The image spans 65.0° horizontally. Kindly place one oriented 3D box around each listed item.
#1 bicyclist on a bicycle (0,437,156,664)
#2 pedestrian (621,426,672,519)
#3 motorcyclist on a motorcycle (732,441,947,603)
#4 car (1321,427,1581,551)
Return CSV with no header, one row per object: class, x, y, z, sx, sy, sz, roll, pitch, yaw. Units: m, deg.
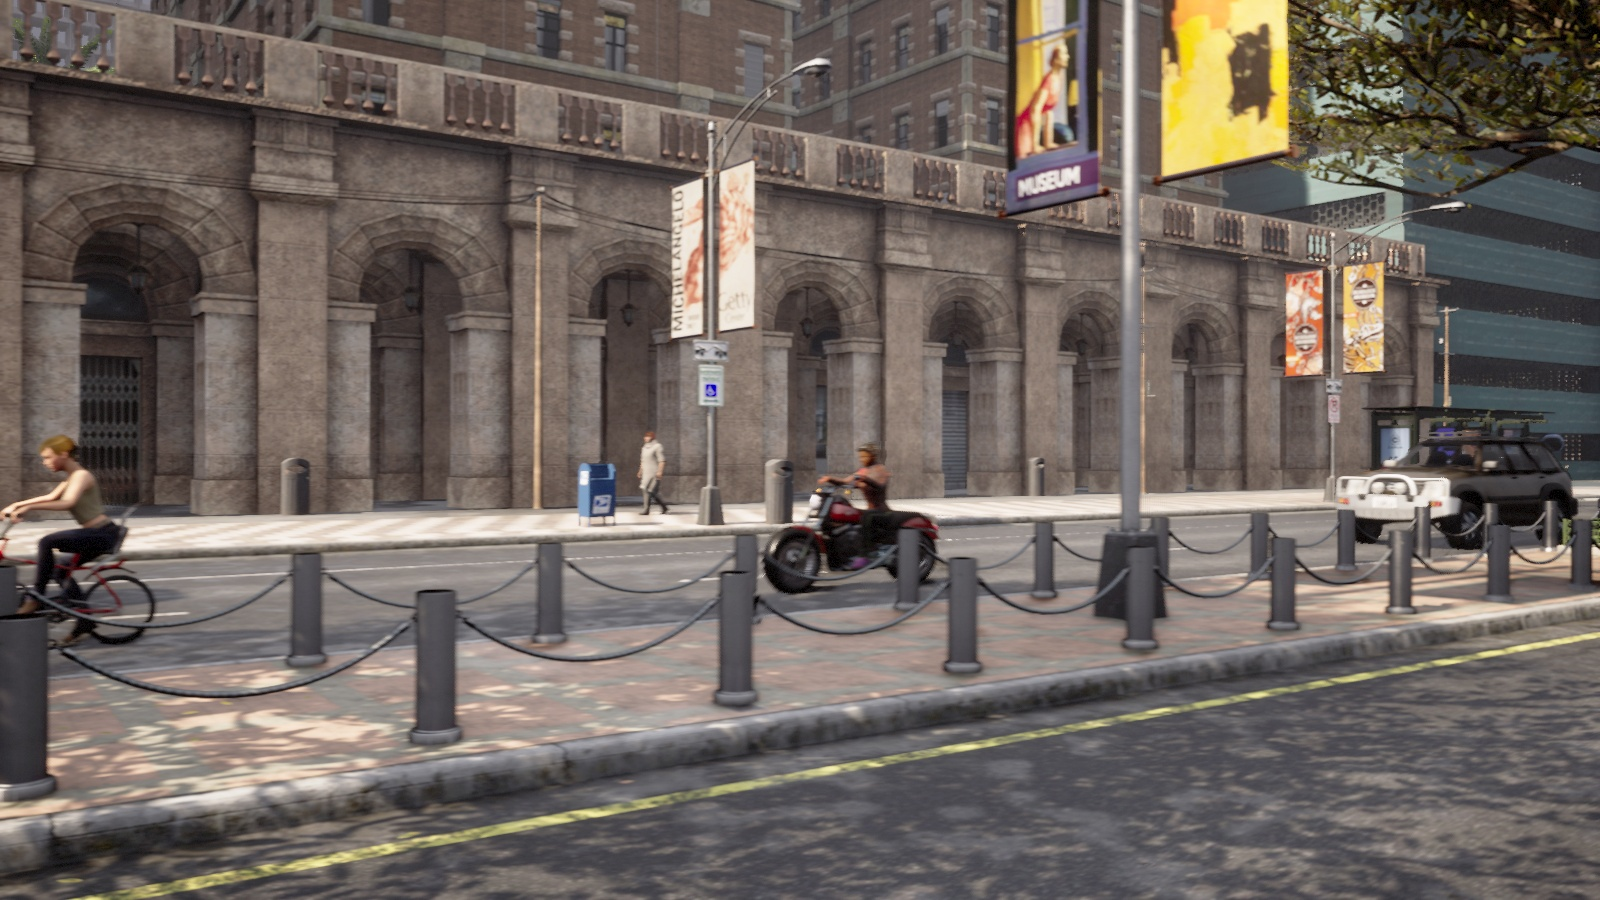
bicyclist on a bicycle,-5.738,0.716,9.418,1.509,1.612,0.866,0,0,-35
pedestrian,-3.269,0.474,26.791,0.873,1.952,0.659,0,0,-35
motorcyclist on a motorcycle,0.461,0.728,13.727,2.350,1.649,0.766,0,0,-35
car,10.964,0.590,21.039,4.605,1.855,1.932,0,0,-35
